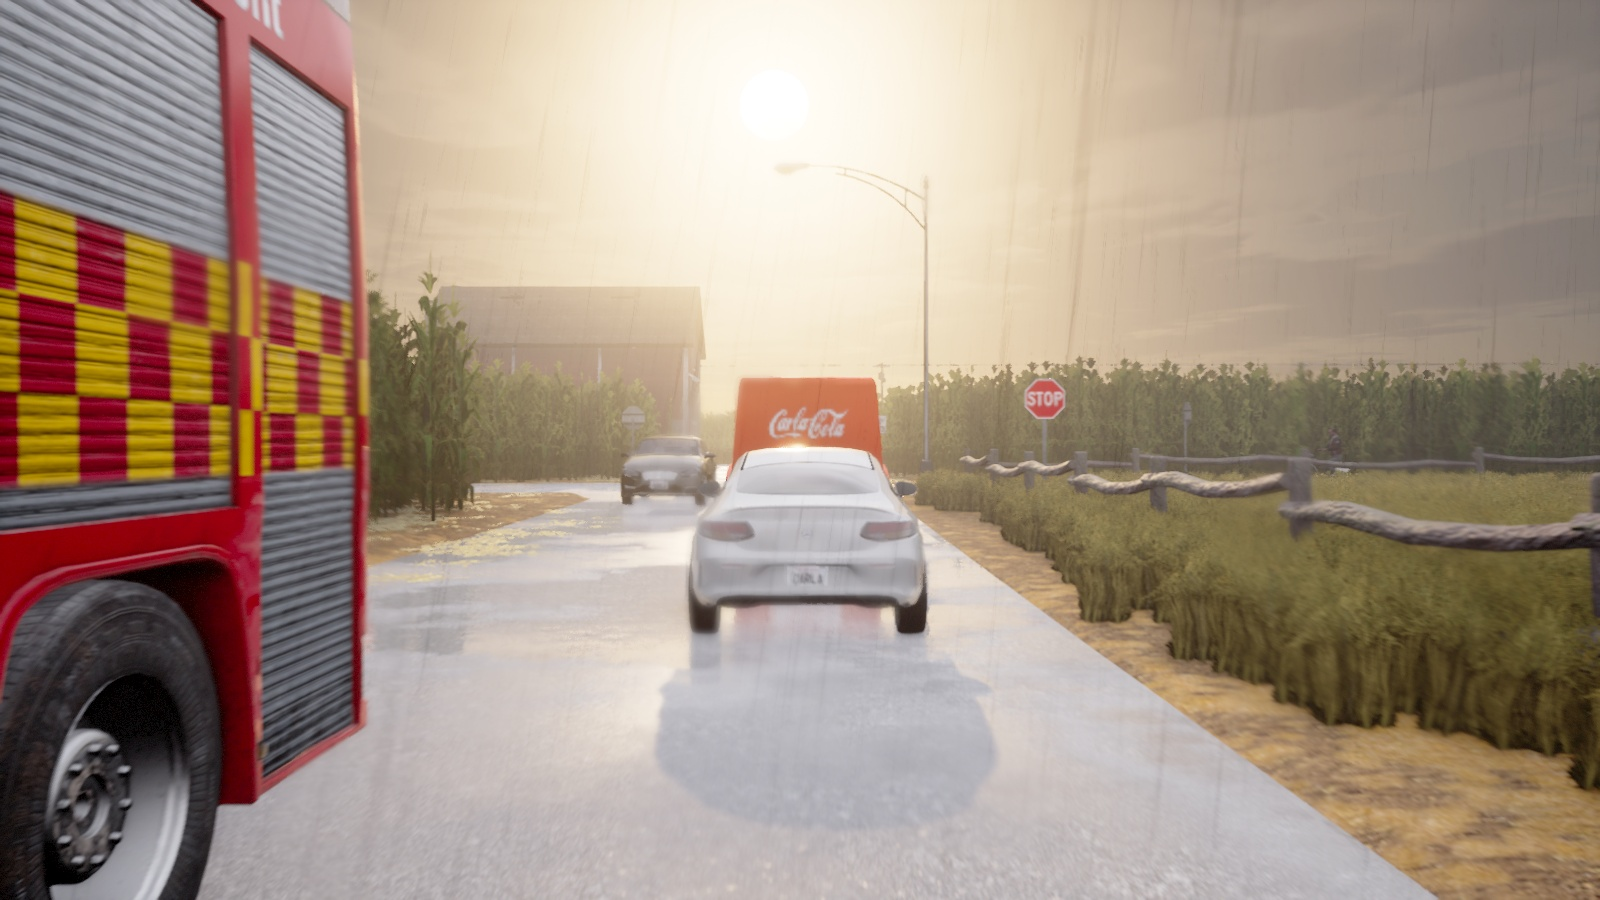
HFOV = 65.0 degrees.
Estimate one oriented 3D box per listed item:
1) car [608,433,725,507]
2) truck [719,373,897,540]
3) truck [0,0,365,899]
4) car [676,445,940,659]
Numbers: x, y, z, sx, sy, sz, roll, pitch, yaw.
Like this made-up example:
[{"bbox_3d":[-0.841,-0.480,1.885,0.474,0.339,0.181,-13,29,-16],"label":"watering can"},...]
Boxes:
[{"bbox_3d":[-2.939,0.390,28.669,2.128,1.511,4.902,0,1,0],"label":"car"},{"bbox_3d":[0.125,0.068,21.161,2.627,2.467,5.204,0,1,0],"label":"truck"},{"bbox_3d":[-3.085,-0.423,0.439,2.891,3.827,8.468,0,0,0],"label":"truck"},{"bbox_3d":[0.069,0.695,10.985,1.812,1.442,4.674,0,1,0],"label":"car"}]
